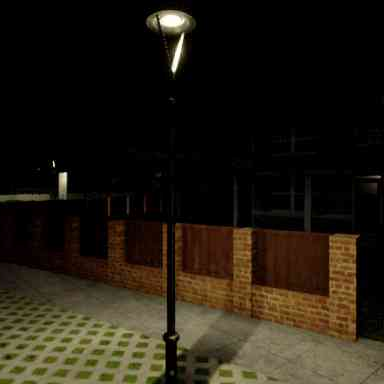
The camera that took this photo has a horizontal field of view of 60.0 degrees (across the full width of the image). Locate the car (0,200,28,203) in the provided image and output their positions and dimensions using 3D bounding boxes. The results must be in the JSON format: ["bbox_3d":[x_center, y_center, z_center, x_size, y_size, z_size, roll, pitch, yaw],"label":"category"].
[{"bbox_3d":[-12.295,1.260,22.879,2.033,1.411,5.357,1,2,39],"label":"car"}]
